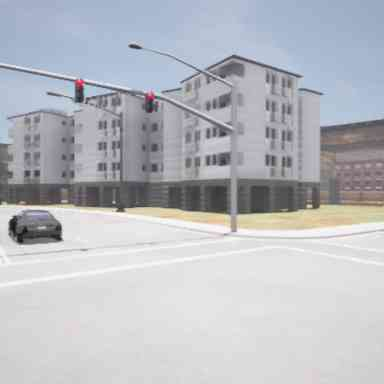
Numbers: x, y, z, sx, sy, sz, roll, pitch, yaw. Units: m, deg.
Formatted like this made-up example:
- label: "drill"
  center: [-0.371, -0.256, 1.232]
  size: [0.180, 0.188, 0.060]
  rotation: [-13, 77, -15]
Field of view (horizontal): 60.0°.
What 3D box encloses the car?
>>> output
- label: "car"
  center: [-7.802, 1.560, 16.475]
  size: [1.994, 1.385, 4.181]
  rotation: [0, 0, -34]
